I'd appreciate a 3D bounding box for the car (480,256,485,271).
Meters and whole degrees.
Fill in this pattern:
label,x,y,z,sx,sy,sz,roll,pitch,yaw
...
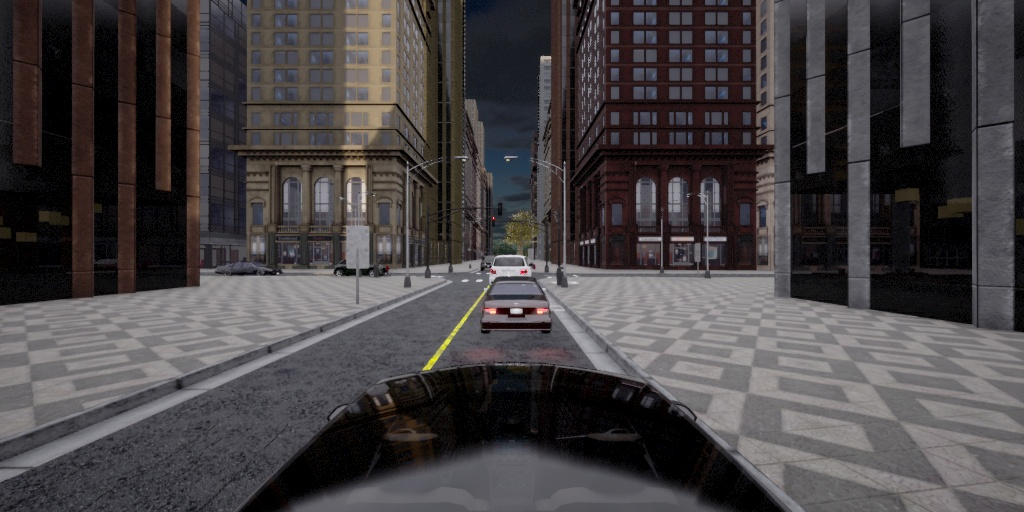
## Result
label,x,y,z,sx,sy,sz,roll,pitch,yaw
car,-3.124,0.970,49.514,2.150,2.045,5.566,0,0,-1

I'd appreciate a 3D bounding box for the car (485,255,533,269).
label,x,y,z,sx,sy,sz,roll,pitch,yaw
car,0.019,0.971,20.883,2.150,2.045,5.566,0,0,4

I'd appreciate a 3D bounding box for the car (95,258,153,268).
label,x,y,z,sx,sy,sz,roll,pitch,yaw
car,-36.119,0.995,33.380,4.553,1.767,2.097,0,0,0

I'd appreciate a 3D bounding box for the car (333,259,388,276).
label,x,y,z,sx,sy,sz,roll,pitch,yaw
car,-13.986,1.053,33.370,4.553,1.767,2.097,0,0,0

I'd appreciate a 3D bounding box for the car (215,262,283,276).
label,x,y,z,sx,sy,sz,roll,pitch,yaw
car,-24.442,1.219,33.372,5.357,1.411,2.033,0,0,0

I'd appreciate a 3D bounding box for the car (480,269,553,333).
label,x,y,z,sx,sy,sz,roll,pitch,yaw
car,0.092,1.297,10.638,2.033,1.411,5.357,0,0,0
